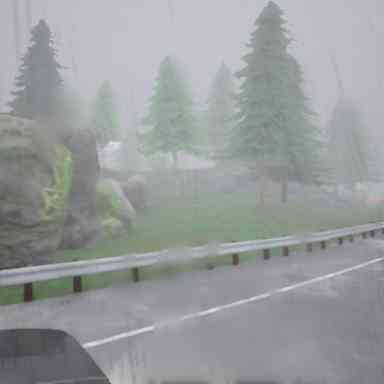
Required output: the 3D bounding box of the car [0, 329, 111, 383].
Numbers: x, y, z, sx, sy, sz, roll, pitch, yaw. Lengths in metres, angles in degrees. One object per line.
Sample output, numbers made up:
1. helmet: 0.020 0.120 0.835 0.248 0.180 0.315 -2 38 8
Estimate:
1. car: -3.062 1.554 1.632 5.357 1.411 2.033 0 0 -35
